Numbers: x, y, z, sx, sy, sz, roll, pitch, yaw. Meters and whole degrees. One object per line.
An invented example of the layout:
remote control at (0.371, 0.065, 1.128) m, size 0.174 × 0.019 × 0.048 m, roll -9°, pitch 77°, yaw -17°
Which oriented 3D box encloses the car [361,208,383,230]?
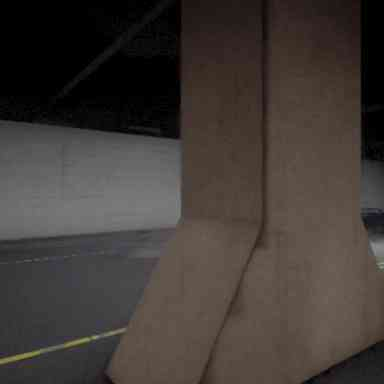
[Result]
car at (9.981, 1.604, 19.707) m, size 4.718 × 1.301 × 1.895 m, roll 0°, pitch 0°, yaw -35°
